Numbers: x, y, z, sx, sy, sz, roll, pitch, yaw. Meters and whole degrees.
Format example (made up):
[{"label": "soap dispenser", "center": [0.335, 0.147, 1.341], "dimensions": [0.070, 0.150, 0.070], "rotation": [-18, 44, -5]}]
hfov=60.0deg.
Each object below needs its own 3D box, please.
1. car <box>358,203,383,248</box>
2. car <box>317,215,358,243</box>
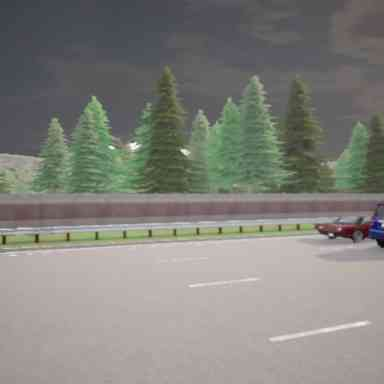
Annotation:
[{"label": "car", "center": [10.257, 1.424, 14.299], "dimensions": [5.566, 2.045, 2.150], "rotation": [0, -1, -21]}, {"label": "car", "center": [9.094, 1.873, 17.592], "dimensions": [4.718, 1.301, 1.895], "rotation": [0, -1, -21]}]
